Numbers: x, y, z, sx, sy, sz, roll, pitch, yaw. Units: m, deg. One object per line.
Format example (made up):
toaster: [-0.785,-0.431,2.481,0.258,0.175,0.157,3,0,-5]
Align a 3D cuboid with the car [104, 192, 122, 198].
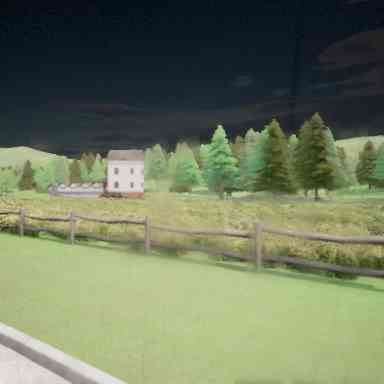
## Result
car: [-19.001,0.779,79.844,4.605,1.855,1.932,0,0,36]
